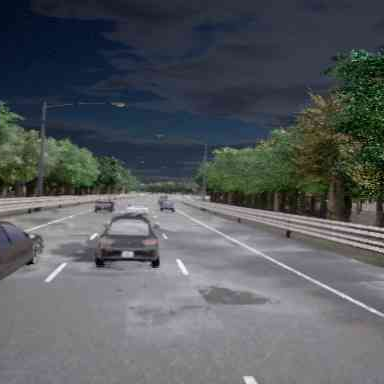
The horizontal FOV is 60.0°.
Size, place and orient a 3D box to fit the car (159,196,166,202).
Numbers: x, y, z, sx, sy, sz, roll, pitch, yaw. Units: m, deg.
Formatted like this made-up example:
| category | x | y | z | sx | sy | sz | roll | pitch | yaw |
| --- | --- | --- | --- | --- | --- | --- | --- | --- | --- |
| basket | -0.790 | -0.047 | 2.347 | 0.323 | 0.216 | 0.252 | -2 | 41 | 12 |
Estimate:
| category | x | y | z | sx | sy | sz | roll | pitch | yaw |
| --- | --- | --- | --- | --- | --- | --- | --- | --- | --- |
| car | -8.289 | 1.952 | 93.195 | 1.837 | 1.490 | 4.892 | 3 | 0 | -4 |

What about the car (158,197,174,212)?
| category | x | y | z | sx | sy | sz | roll | pitch | yaw |
| --- | --- | --- | --- | --- | --- | --- | --- | --- | --- |
| car | -3.312 | 1.797 | 43.837 | 2.033 | 1.411 | 5.357 | 3 | -1 | -7 |

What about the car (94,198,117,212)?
| category | x | y | z | sx | sy | sz | roll | pitch | yaw |
| --- | --- | --- | --- | --- | --- | --- | --- | --- | --- |
| car | -9.169 | 1.383 | 35.473 | 2.128 | 1.511 | 4.902 | 3 | 0 | -8 |

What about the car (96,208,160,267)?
| category | x | y | z | sx | sy | sz | roll | pitch | yaw |
| --- | --- | --- | --- | --- | --- | --- | --- | --- | --- |
| car | -2.084 | 1.513 | 11.249 | 1.812 | 1.442 | 4.674 | 3 | 0 | -9 |

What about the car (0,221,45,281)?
| category | x | y | z | sx | sy | sz | roll | pitch | yaw |
| --- | --- | --- | --- | --- | --- | --- | --- | --- | --- |
| car | -5.092 | 1.366 | 7.839 | 2.033 | 1.411 | 5.357 | 3 | 0 | -9 |

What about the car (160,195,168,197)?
| category | x | y | z | sx | sy | sz | roll | pitch | yaw |
| --- | --- | --- | --- | --- | --- | --- | --- | --- | --- |
| car | -6.008 | 1.886 | 67.470 | 2.033 | 1.411 | 5.357 | 3 | -1 | -6 |

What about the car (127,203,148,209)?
| category | x | y | z | sx | sy | sz | roll | pitch | yaw |
| --- | --- | --- | --- | --- | --- | --- | --- | --- | --- |
| car | -5.005 | 1.638 | 30.718 | 1.895 | 1.301 | 4.718 | 3 | -1 | -8 |
